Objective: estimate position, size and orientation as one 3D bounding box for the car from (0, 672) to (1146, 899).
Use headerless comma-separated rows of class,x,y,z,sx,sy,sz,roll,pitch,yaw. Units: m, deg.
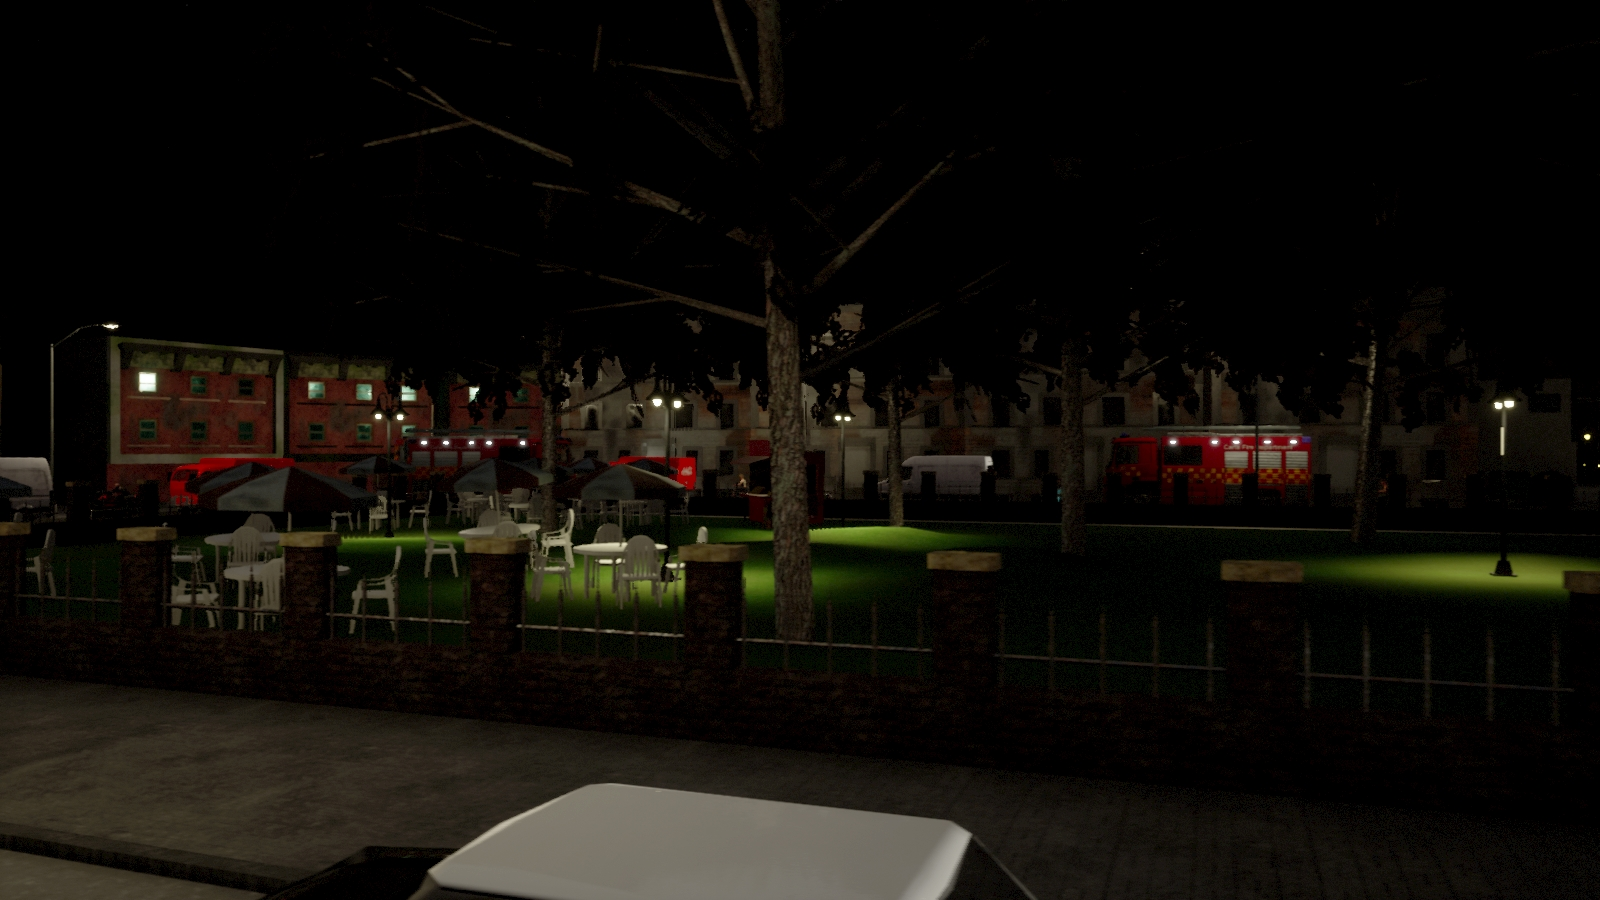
car,-0.794,1.845,4.118,3.806,1.475,1.970,0,0,20
